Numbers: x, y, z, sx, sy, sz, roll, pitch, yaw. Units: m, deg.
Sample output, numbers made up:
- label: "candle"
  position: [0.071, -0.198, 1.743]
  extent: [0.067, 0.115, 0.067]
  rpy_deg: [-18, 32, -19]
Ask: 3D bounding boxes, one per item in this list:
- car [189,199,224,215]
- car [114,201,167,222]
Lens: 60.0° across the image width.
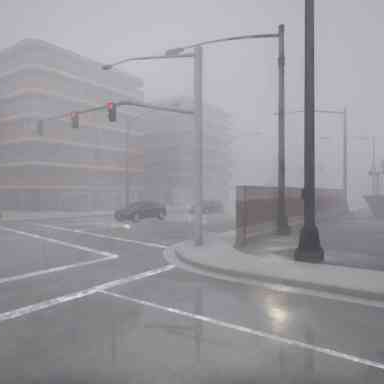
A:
- label: "car"
  position: [1.593, 1.499, 34.474]
  extent: [1.837, 1.490, 4.892]
  rpy_deg: [0, 1, 35]
- label: "car"
  position: [-3.996, 1.504, 26.359]
  extent: [1.837, 1.490, 4.892]
  rpy_deg: [0, 0, 35]
